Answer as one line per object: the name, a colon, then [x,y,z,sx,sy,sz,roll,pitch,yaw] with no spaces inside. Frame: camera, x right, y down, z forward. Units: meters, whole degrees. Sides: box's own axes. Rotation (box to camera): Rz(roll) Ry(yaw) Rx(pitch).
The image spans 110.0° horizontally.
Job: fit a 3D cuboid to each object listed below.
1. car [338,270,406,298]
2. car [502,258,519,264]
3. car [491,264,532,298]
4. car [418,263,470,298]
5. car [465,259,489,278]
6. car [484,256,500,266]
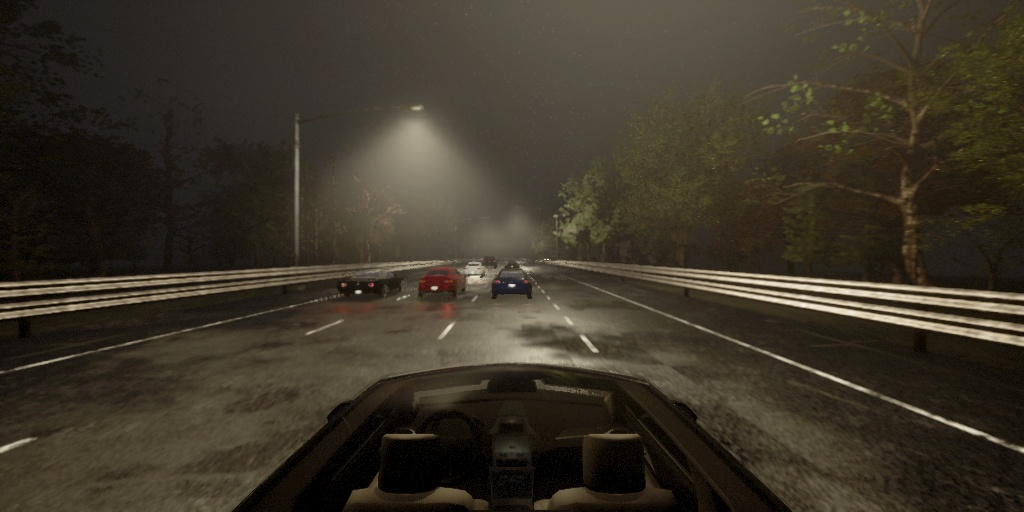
car: [-7.001,1.356,18.556,1.895,1.301,4.718,0,0,0]
car: [-0.006,1.333,48.118,1.994,1.385,4.181,0,0,0]
car: [-0.003,1.319,18.407,1.994,1.385,4.181,0,0,0]
car: [-3.502,1.281,18.483,1.812,1.442,4.674,0,0,0]
car: [-3.504,1.288,34.155,1.812,1.442,4.674,0,0,0]
car: [-3.507,0.999,58.239,2.150,2.045,5.566,0,0,0]
